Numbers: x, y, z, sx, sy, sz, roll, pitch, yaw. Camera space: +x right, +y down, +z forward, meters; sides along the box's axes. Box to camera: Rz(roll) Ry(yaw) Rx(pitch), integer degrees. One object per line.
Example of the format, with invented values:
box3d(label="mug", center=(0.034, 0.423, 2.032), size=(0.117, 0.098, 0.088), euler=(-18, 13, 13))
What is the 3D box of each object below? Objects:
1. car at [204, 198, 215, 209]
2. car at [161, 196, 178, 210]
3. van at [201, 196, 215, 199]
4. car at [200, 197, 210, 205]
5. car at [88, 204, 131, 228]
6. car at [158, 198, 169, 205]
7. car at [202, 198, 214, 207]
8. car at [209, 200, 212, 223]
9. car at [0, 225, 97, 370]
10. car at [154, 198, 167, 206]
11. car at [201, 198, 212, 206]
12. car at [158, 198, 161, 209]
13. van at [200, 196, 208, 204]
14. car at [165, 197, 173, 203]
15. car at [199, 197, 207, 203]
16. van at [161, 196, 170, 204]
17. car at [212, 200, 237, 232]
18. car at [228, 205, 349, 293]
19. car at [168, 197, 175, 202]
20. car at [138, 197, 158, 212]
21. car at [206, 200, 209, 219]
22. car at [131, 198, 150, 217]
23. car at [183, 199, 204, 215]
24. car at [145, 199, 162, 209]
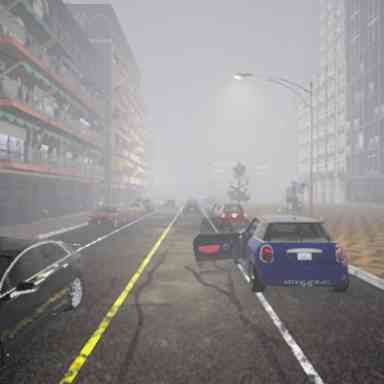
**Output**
box3d(label="car", center=(2.647, 1.762, 39.346), size=(1.802, 1.307, 4.206), euler=(0, 0, 0))
box3d(label="car", center=(-3.045, 1.766, 48.073), size=(1.837, 1.490, 4.892), euler=(0, 0, 0))
box3d(label="van", center=(2.636, 1.577, 50.400), size=(1.690, 1.788, 3.998), euler=(0, 0, 0))
box3d(label="car", center=(2.620, 1.767, 66.979), size=(1.967, 1.590, 4.097), euler=(0, 0, 0))
box3d(label="car", center=(-5.717, 1.645, 22.759), size=(1.887, 1.381, 4.507), euler=(0, 0, 0))
box3d(label="car", center=(-5.759, 1.871, 66.971), size=(1.887, 1.381, 4.507), euler=(0, 0, 0))
box3d(label="car", center=(2.632, 1.791, 56.095), size=(1.752, 1.417, 4.829), euler=(0, 0, 0))
box3d(label="car", center=(2.658, 1.653, 28.463), size=(1.752, 1.417, 4.829), euler=(0, 0, 0))
box3d(label="car", center=(-3.105, 1.526, 4.985), size=(1.837, 1.490, 4.892), euler=(0, 0, 0))
box3d(label="car", center=(-5.754, 1.861, 61.444), size=(1.947, 1.339, 4.313), euler=(0, 0, 0))
box3d(label="car", center=(2.627, 1.861, 61.453), size=(1.947, 1.339, 4.313), euler=(0, 0, 0))
box3d(label="car", center=(-5.737, 1.758, 44.865), size=(2.008, 1.369, 4.403), euler=(0, 0, 0))
box3d(label="van", center=(2.614, 1.699, 72.508), size=(1.690, 1.788, 3.998), euler=(0, 0, 0))
box3d(label="car", center=(-5.775, 2.005, 83.550), size=(1.802, 1.307, 4.206), euler=(0, 0, 0))
box3d(label="car", center=(2.610, 1.917, 78.202), size=(1.752, 1.417, 4.829), euler=(0, 0, 0))
box3d(label="van", center=(-5.766, 1.699, 72.499), size=(1.690, 1.788, 3.998), euler=(0, 0, 0))
box3d(label="car", center=(2.663, 1.540, 22.767), size=(1.967, 1.590, 4.097), euler=(0, 0, 0))
box3d(label="car", center=(2.378, 1.391, 9.154), size=(2.097, 1.767, 4.553), euler=(0, 0, 0))
box3d(label="car", center=(-5.785, 2.056, 94.603), size=(1.947, 1.339, 4.313), euler=(0, 0, 0))
box3d(label="car", center=(-5.734, 1.495, 39.339), size=(2.192, 1.841, 5.009), euler=(0, 0, 0))
box3d(label="car", center=(2.653, 1.735, 33.820), size=(1.802, 1.307, 4.206), euler=(0, 0, 0))
box3d(label="car", center=(-5.728, 1.677, 33.643), size=(1.752, 1.417, 4.829), euler=(0, 0, 0))
box3d(label="car", center=(0.028, 1.728, 36.104), size=(1.994, 1.385, 4.181), euler=(0, 0, 1))
box3d(label="car", center=(-5.743, 1.787, 50.392), size=(2.008, 1.369, 4.403), euler=(0, 0, 0))
